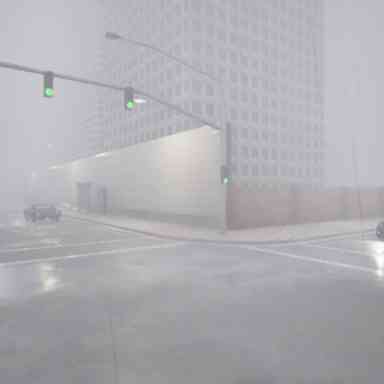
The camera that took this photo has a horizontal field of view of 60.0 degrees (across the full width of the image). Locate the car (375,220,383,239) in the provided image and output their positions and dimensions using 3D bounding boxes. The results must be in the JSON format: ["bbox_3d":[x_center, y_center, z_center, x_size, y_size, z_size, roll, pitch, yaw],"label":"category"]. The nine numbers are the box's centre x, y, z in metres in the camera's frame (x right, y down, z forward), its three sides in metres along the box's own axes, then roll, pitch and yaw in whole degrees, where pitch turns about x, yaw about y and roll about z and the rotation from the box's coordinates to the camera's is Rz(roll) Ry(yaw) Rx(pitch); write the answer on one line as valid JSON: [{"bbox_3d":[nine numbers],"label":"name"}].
[{"bbox_3d":[10.566,1.544,15.828,4.181,1.385,1.994,0,0,-36],"label":"car"}]

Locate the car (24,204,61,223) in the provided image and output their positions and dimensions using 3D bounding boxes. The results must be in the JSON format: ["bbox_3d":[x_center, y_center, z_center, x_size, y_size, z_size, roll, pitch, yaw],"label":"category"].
[{"bbox_3d":[-11.545,1.575,25.439,1.895,1.301,4.718,0,0,-35],"label":"car"}]
